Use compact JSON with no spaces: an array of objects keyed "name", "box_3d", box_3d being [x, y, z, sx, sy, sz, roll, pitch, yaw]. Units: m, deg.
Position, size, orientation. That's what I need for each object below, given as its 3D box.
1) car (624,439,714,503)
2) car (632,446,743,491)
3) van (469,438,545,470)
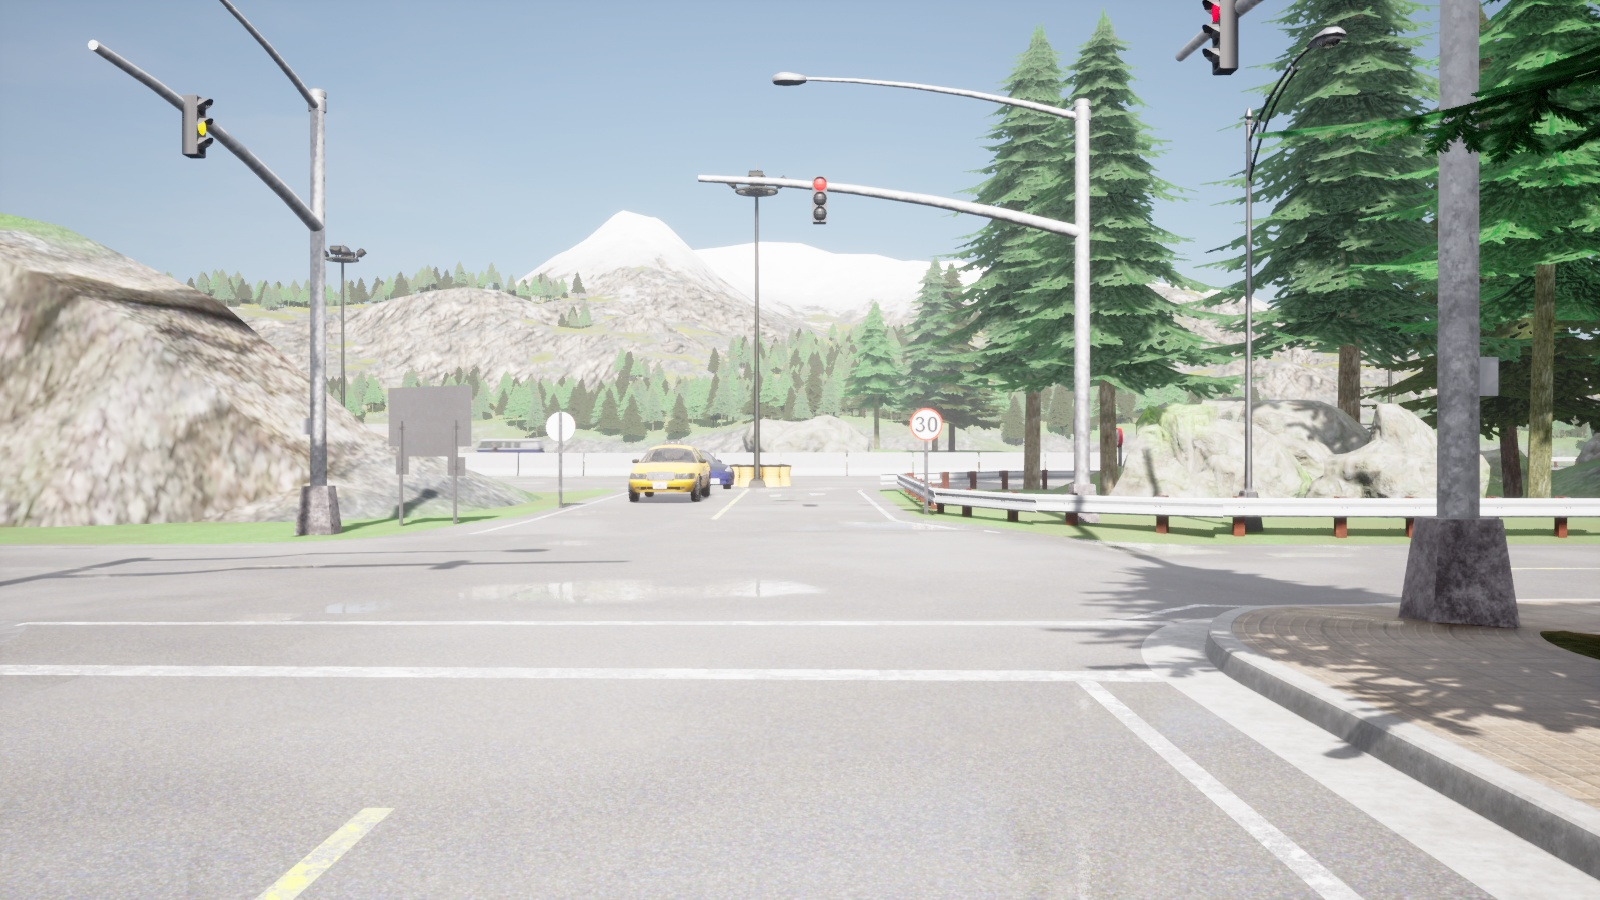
[{"name":"car","box_3d":[-3.403,0.494,33.605,1.801,1.575,5.366,0,0,1]},{"name":"car","box_3d":[-4.000,0.663,43.922,2.163,1.488,4.792,1,-1,-28]},{"name":"van","box_3d":[-18.733,0.225,80.338,4.442,1.987,1.775,0,0,0]}]
